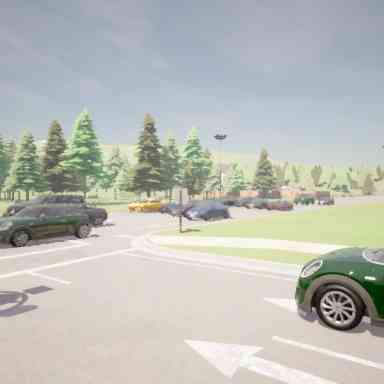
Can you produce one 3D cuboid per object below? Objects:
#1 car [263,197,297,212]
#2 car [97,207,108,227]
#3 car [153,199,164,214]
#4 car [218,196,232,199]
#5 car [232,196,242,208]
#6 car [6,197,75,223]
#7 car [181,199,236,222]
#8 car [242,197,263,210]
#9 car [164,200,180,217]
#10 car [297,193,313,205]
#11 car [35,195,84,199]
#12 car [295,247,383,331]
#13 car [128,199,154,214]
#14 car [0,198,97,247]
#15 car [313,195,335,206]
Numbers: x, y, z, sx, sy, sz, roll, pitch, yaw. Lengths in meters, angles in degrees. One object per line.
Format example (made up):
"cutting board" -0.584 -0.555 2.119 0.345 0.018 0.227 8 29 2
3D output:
"car" 10.440 1.564 39.263 1.994 1.385 4.181 0 0 36
"car" -7.526 1.493 20.746 2.128 1.511 4.902 0 0 37
"car" -1.606 1.564 34.690 1.994 1.385 4.181 0 0 36
"car" 5.018 1.351 49.608 2.097 1.767 4.553 0 0 36
"car" 8.063 1.505 47.842 1.837 1.490 4.892 0 0 36
"car" -12.040 1.351 26.636 2.097 1.767 4.553 0 0 39
"car" 1.392 1.526 26.947 1.812 1.442 4.674 0 0 36
"car" 8.652 1.525 42.744 1.812 1.442 4.674 0 0 36
"car" -0.165 1.526 30.741 1.812 1.442 4.674 0 0 36
"car" 19.492 1.228 57.342 2.150 2.045 5.566 0 0 36
"car" -10.093 1.224 23.523 2.150 2.045 5.566 0 0 39
"car" 4.081 1.352 5.378 4.553 1.767 2.097 0 0 36
"car" -4.744 1.477 36.330 1.882 1.535 5.008 0 0 36
"car" -6.953 1.352 15.147 2.097 1.767 4.553 0 0 34
"car" 22.338 1.504 55.305 2.128 1.511 4.902 0 0 36
